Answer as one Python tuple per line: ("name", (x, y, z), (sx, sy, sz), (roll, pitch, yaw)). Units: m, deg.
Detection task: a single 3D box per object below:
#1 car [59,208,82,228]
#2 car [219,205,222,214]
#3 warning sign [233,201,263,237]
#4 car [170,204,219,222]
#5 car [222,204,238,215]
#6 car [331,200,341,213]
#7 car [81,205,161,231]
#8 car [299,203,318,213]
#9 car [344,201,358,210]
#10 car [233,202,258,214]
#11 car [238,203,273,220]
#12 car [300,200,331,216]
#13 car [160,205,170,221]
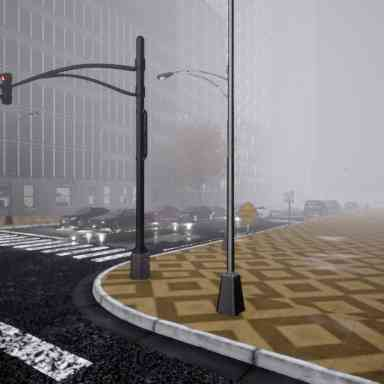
("car", (-7.724, 1.844, 25.166), (1.812, 1.442, 4.674), (0, -1, 31))
("car", (2.596, 2.223, 41.160), (1.994, 1.385, 4.181), (0, -1, 32))
("warning sign", (3.136, 1.454, 18.552), (1.300, 1.860, 1.060), (1, 1, 33))
("car", (0.346, 2.003, 31.685), (1.837, 1.490, 4.892), (0, -1, 33))
("car", (5.785, 2.204, 40.093), (1.812, 1.442, 4.674), (0, -1, 33))
("car", (22.408, 2.267, 53.509), (2.150, 2.045, 5.566), (0, -1, 33))
("car", (-4.856, 1.874, 23.628), (2.033, 1.411, 5.357), (0, -1, 33))
("car", (18.977, 2.545, 54.205), (1.812, 1.442, 4.674), (0, -1, 33))
("car", (31.503, 2.662, 65.686), (2.097, 1.767, 4.553), (0, -1, 33))
("car", (8.062, 2.315, 49.542), (1.882, 1.535, 5.008), (0, -1, 33))
("car", (6.970, 2.151, 35.583), (1.812, 1.442, 4.674), (0, -1, 33))
("car", (16.580, 2.077, 44.480), (2.150, 2.045, 5.566), (0, -1, 33))
("car", (-2.797, 2.007, 32.810), (1.812, 1.442, 4.674), (0, -1, 33))
